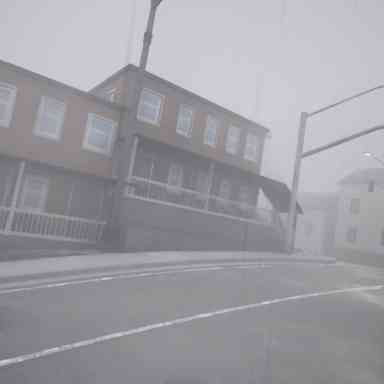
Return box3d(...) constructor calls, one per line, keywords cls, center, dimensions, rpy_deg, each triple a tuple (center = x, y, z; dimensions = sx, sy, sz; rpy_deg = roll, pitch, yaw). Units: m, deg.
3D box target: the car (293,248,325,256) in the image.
box3d(cls="car", center=(9.653, 5.689, 29.287), dimensions=(1.812, 1.442, 4.674), rpy_deg=(14, -16, -34))
